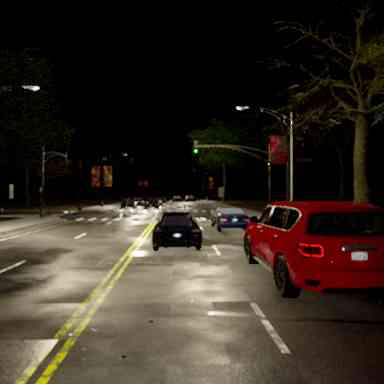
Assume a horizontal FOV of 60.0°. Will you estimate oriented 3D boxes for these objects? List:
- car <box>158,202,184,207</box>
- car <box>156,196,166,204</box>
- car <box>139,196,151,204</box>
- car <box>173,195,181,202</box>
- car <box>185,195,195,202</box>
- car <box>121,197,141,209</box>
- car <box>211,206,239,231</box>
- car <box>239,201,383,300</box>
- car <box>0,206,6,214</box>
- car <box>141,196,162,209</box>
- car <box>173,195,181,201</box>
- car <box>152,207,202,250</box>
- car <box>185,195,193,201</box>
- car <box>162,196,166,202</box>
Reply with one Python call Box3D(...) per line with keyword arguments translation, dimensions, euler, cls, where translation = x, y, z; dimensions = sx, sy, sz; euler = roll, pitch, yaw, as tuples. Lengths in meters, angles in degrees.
Box3D(translation=(-1.316, 1.632, 24.595), dimensions=(1.895, 1.301, 4.718), euler=(0, 0, -7), cls="car")
Box3D(translation=(-6.421, 1.614, 69.215), dimensions=(1.837, 1.490, 4.892), euler=(0, 0, -3), cls="car")
Box3D(translation=(-9.646, 1.658, 68.565), dimensions=(2.033, 1.411, 5.357), euler=(0, 0, -2), cls="car")
Box3D(translation=(-3.503, 1.726, 76.779), dimensions=(1.895, 1.301, 4.718), euler=(0, 0, -3), cls="car")
Box3D(translation=(-0.255, 1.685, 76.893), dimensions=(1.994, 1.385, 4.181), euler=(0, 0, -3), cls="car")
Box3D(translation=(-8.766, 1.569, 46.544), dimensions=(1.837, 1.490, 4.892), euler=(0, 0, -3), cls="car")
Box3D(translation=(2.255, 1.574, 20.621), dimensions=(2.033, 1.411, 5.357), euler=(0, 0, -2), cls="car")
Box3D(translation=(2.872, 1.233, 8.610), dimensions=(2.150, 2.045, 5.566), euler=(0, 0, -3), cls="car")
Box3D(translation=(-20.370, 1.519, 31.518), dimensions=(4.892, 1.490, 1.837), euler=(0, 0, -4), cls="car")
Box3D(translation=(-5.484, 1.569, 45.905), dimensions=(1.837, 1.490, 4.892), euler=(0, 0, -2), cls="car")
Box3D(translation=(-3.945, 1.588, 86.739), dimensions=(1.994, 1.385, 4.181), euler=(0, 0, -3), cls="car")
Box3D(translation=(-0.633, 1.581, 14.355), dimensions=(1.994, 1.385, 4.181), euler=(0, 0, -2), cls="car")
Box3D(translation=(-0.698, 1.515, 86.883), dimensions=(1.882, 1.535, 5.008), euler=(0, 0, -3), cls="car")
Box3D(translation=(-5.922, 1.684, 56.013), dimensions=(1.895, 1.301, 4.718), euler=(0, 0, -2), cls="car")
